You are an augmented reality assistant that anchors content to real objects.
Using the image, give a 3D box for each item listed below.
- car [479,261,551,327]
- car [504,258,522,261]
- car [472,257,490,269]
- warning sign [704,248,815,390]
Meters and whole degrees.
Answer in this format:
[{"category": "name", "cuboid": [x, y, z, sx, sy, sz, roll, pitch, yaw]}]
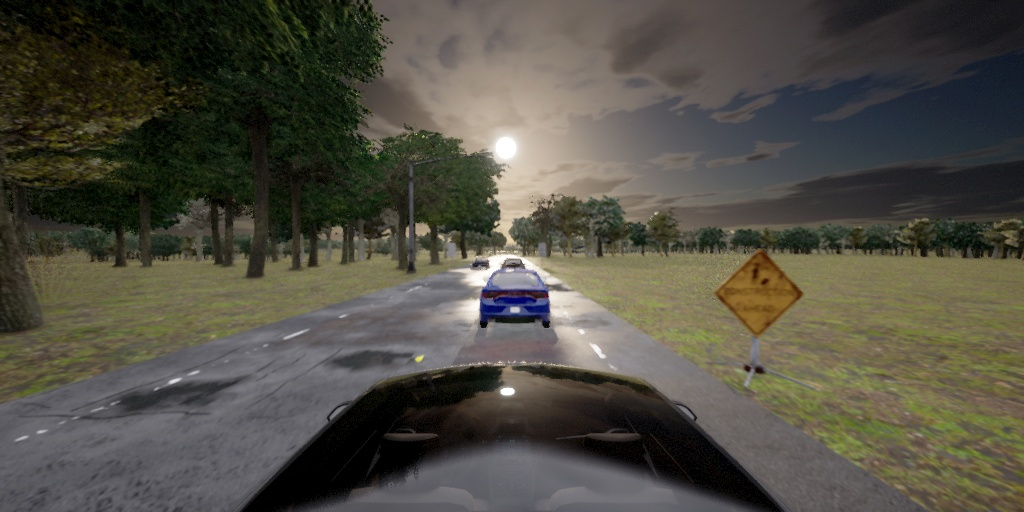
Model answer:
[{"category": "car", "cuboid": [0.084, 1.102, 11.092, 1.882, 1.535, 5.008, 0, 1, 0]}, {"category": "car", "cuboid": [0.085, 0.911, 27.414, 1.837, 1.490, 4.892, 0, 1, 0]}, {"category": "car", "cuboid": [-3.591, 0.812, 42.032, 1.895, 1.301, 4.718, 0, 1, 0]}, {"category": "warning sign", "cuboid": [3.550, 0.818, 5.262, 1.300, 1.860, 1.060, 0, 0, 0]}]
